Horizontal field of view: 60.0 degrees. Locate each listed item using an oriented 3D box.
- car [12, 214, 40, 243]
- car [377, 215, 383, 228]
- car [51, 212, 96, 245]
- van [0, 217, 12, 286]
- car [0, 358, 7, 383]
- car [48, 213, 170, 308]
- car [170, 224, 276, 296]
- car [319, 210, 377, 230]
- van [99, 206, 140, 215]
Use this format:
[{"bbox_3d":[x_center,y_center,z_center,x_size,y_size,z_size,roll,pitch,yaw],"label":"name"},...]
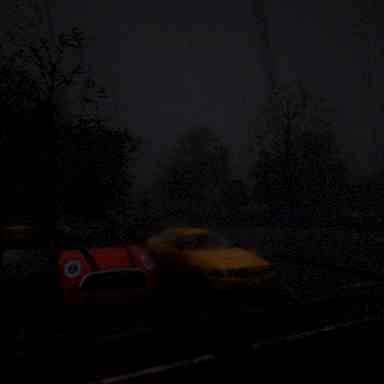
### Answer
[{"bbox_3d":[-9.731,2.032,18.992,1.946,1.575,5.366,0,-2,-26],"label":"car"},{"bbox_3d":[16.696,2.526,31.913,2.185,1.767,4.553,2,-2,-26],"label":"car"},{"bbox_3d":[-7.347,2.058,20.175,1.946,1.575,5.366,1,-2,-26],"label":"car"},{"bbox_3d":[-5.273,1.478,7.442,1.878,1.987,4.442,0,-2,-26],"label":"van"},{"bbox_3d":[-3.416,1.660,1.222,4.718,1.301,1.895,0,-2,-26],"label":"car"},{"bbox_3d":[-2.515,1.600,8.713,2.185,1.767,4.553,1,-2,-26],"label":"car"},{"bbox_3d":[0.195,1.753,9.814,1.946,1.575,5.366,1,-2,-26],"label":"car"},{"bbox_3d":[13.875,2.598,30.459,2.002,1.452,4.674,2,-2,-26],"label":"car"},{"bbox_3d":[-4.711,1.862,21.153,1.878,1.987,4.442,1,-2,-26],"label":"van"}]
